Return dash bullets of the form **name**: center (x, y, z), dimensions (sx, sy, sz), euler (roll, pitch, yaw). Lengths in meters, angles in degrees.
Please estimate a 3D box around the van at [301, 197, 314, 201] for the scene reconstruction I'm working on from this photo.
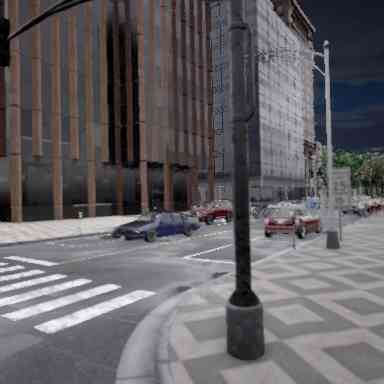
- **van**: center (17.339, 1.641, 48.639), dimensions (1.690, 1.788, 3.998), euler (-2, -1, 36)

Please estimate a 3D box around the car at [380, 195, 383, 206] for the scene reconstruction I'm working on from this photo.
- **car**: center (33.764, 1.388, 56.940), dimensions (2.192, 1.841, 5.009), euler (-2, -1, 36)

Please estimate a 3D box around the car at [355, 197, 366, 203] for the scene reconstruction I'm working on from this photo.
- **car**: center (42.572, 1.904, 83.864), dimensions (1.752, 1.417, 4.829), euler (-2, -1, 36)

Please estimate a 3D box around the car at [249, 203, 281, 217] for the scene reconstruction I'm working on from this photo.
- **car**: center (7.846, 1.856, 35.371), dimensions (1.802, 1.307, 4.206), euler (-2, -1, 36)

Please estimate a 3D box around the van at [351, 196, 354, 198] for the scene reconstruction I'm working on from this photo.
- **van**: center (33.168, 1.688, 70.743), dimensions (1.690, 1.788, 3.998), euler (-2, -1, 36)

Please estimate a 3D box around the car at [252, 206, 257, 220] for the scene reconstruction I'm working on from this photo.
- **car**: center (7.180, 1.713, 29.845), dimensions (1.812, 1.442, 4.674), euler (-2, -1, 35)

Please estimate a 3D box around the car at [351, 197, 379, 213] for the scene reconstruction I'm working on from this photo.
- **car**: center (17.940, 1.573, 34.832), dimensions (1.887, 1.381, 4.507), euler (-2, -1, 36)

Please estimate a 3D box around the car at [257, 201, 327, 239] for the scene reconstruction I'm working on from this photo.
- **car**: center (5.274, 1.438, 17.150), dimensions (1.967, 1.590, 4.097), euler (-2, -1, 36)

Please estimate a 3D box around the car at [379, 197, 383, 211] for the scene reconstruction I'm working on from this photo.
- **car**: center (21.106, 1.582, 39.253), dimensions (1.887, 1.381, 4.507), euler (-2, -1, 36)

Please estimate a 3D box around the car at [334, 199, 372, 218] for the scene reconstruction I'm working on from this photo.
- **car**: center (14.774, 1.571, 30.410), dimensions (2.008, 1.369, 4.403), euler (-2, -1, 36)

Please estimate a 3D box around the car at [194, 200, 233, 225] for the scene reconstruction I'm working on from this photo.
- **car**: center (1.508, 1.574, 26.535), dimensions (2.192, 1.841, 5.009), euler (-2, -1, 36)

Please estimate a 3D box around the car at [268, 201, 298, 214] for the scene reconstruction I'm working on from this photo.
- **car**: center (10.912, 1.808, 39.655), dimensions (1.752, 1.417, 4.829), euler (-2, -1, 36)

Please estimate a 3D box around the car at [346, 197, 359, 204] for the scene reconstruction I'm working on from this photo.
- **car**: center (36.240, 1.882, 75.022), dimensions (1.752, 1.417, 4.829), euler (-2, -1, 36)

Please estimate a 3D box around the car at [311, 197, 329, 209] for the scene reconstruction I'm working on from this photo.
- **car**: center (18.400, 1.729, 45.368), dimensions (2.128, 1.511, 4.902), euler (-2, -1, 36)

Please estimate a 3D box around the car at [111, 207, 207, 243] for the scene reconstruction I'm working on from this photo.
- **car**: center (-1.663, 1.715, 17.522), dimensions (2.033, 1.411, 5.357), euler (-2, -1, 36)

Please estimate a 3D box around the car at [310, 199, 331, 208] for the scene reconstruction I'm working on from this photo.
- **car**: center (20.510, 1.859, 53.055), dimensions (2.008, 1.369, 4.403), euler (-2, -1, 36)
